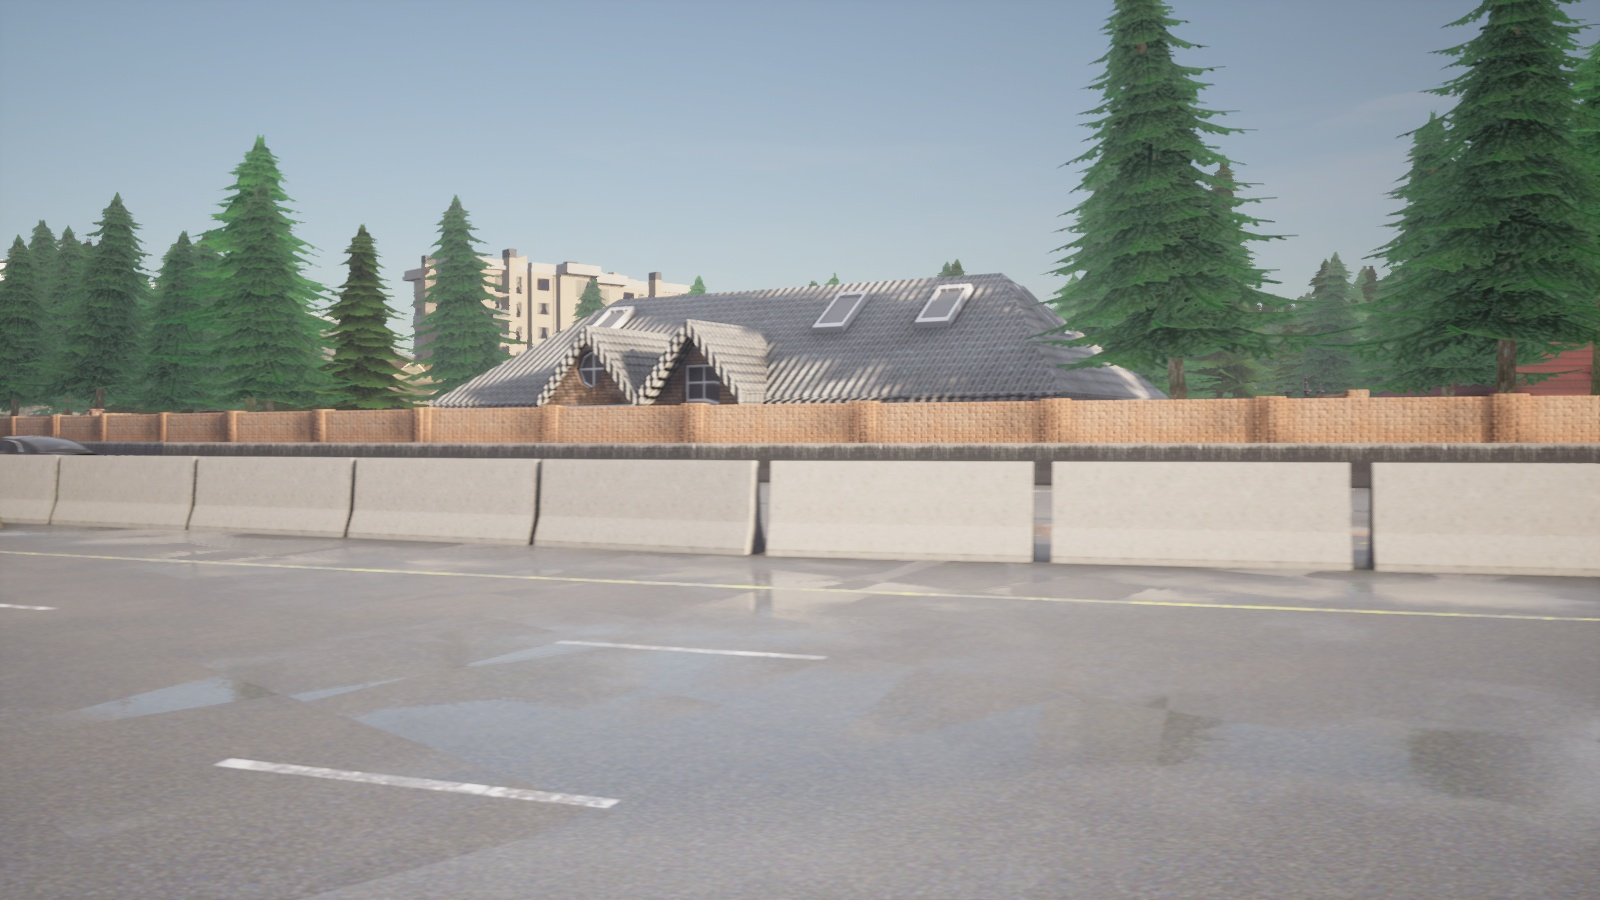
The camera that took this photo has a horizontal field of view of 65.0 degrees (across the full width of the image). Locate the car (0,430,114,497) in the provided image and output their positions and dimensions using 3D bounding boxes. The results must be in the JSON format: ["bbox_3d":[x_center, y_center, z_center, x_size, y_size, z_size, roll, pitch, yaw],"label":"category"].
[{"bbox_3d":[-19.097,0.277,30.578,4.892,1.490,1.837,1,1,29],"label":"car"}]
